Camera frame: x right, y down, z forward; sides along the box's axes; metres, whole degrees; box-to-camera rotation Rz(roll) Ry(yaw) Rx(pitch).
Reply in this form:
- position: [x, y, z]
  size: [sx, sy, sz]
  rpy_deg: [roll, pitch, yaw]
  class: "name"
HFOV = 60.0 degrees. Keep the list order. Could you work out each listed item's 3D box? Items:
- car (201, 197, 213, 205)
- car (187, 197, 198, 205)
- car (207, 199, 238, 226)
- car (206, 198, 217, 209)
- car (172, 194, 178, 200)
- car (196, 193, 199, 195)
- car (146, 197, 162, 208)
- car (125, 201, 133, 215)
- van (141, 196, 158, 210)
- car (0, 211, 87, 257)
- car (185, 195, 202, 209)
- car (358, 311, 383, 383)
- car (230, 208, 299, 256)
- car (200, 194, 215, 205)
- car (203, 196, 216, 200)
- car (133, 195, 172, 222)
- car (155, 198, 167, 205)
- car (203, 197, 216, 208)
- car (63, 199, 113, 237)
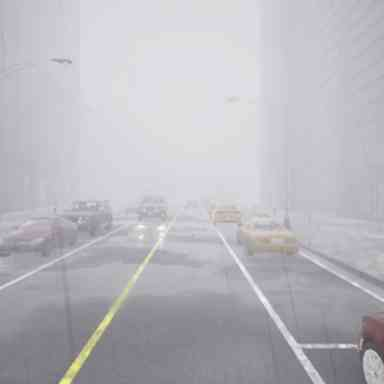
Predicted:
- position: [2.771, 1.697, 61.746]
  size: [1.947, 1.339, 4.313]
  rpy_deg: [0, 0, 0]
  class: "car"
- position: [0.013, 1.698, 62.503]
  size: [1.994, 1.385, 4.181]
  rpy_deg: [0, 0, 0]
  class: "car"
- position: [2.366, 1.524, 24.045]
  size: [1.882, 1.535, 5.008]
  rpy_deg: [0, 0, 0]
  class: "car"
- position: [2.765, 1.615, 34.620]
  size: [1.887, 1.381, 4.507]
  rpy_deg: [0, 0, 0]
  class: "car"
- position: [-5.748, 1.740, 93.624]
  size: [2.008, 1.369, 4.403]
  rpy_deg: [0, 0, 0]
  class: "car"
- position: [2.777, 1.754, 93.603]
  size: [1.947, 1.339, 4.313]
  rpy_deg: [0, 0, 0]
  class: "car"
- position: [-5.757, 1.548, 50.913]
  size: [1.967, 1.590, 4.097]
  rpy_deg: [0, 0, 0]
  class: "car"
- position: [-5.759, 1.615, 34.634]
  size: [1.887, 1.381, 4.507]
  rpy_deg: [0, 0, 0]
  class: "car"
- position: [-5.758, 1.437, 45.487]
  size: [1.690, 1.788, 3.998]
  rpy_deg: [0, 0, 0]
  class: "van"
- position: [-5.763, 1.606, 12.931]
  size: [1.802, 1.307, 4.206]
  rpy_deg: [0, 0, 0]
  class: "car"
- position: [0.049, 1.606, 46.927]
  size: [1.837, 1.490, 4.892]
  rpy_deg: [0, 0, 1]
  class: "car"
- position: [2.760, 1.548, 2.070]
  size: [1.887, 1.381, 4.507]
  rpy_deg: [0, 0, 0]
  class: "car"
- position: [2.762, 1.549, 13.090]
  size: [1.752, 1.417, 4.829]
  rpy_deg: [0, 0, 0]
  class: "car"
- position: [2.768, 1.423, 50.896]
  size: [2.192, 1.841, 5.009]
  rpy_deg: [0, 0, 0]
  class: "car"
- position: [2.768, 1.621, 45.640]
  size: [1.752, 1.417, 4.829]
  rpy_deg: [0, 0, 0]
  class: "car"
- position: [-3.091, 1.275, 27.453]
  size: [2.150, 2.045, 5.566]
  rpy_deg: [0, 0, 0]
  class: "car"
- position: [-5.754, 1.713, 61.765]
  size: [1.802, 1.307, 4.206]
  rpy_deg: [0, 0, 0]
  class: "car"
- position: [2.767, 1.634, 40.045]
  size: [2.008, 1.369, 4.403]
  rpy_deg: [0, 0, 0]
  class: "car"
- position: [-5.763, 1.349, 18.357]
  size: [2.192, 1.841, 5.009]
  rpy_deg: [0, 0, 0]
  class: "car"
